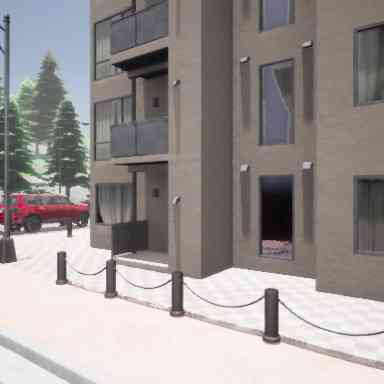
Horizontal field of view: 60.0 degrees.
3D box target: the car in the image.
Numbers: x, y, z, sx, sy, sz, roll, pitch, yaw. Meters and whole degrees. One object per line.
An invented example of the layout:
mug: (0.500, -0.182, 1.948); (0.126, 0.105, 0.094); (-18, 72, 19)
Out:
car: (-8.623, 1.139, 19.961); (2.150, 2.045, 5.566); (0, 0, 35)
